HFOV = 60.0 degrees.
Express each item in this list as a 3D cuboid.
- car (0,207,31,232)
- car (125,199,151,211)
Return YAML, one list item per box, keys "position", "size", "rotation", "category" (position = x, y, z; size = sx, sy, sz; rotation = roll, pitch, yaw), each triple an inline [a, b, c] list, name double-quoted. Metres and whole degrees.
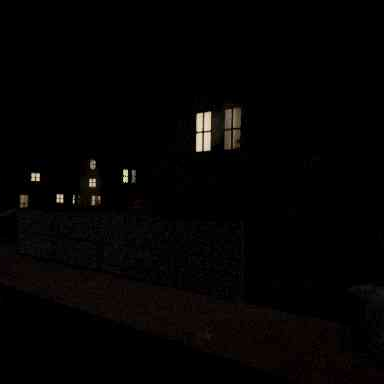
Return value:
- position: [-11.459, 1.762, 22.066]
  size: [1.812, 1.442, 4.674]
  rotation: [2, 0, 36]
  category: "car"
- position: [-4.052, 1.732, 32.148]
  size: [2.150, 2.045, 5.566]
  rotation: [2, -1, 36]
  category: "car"
